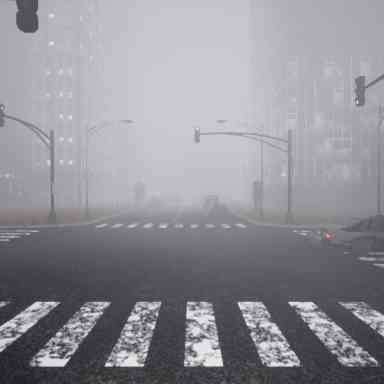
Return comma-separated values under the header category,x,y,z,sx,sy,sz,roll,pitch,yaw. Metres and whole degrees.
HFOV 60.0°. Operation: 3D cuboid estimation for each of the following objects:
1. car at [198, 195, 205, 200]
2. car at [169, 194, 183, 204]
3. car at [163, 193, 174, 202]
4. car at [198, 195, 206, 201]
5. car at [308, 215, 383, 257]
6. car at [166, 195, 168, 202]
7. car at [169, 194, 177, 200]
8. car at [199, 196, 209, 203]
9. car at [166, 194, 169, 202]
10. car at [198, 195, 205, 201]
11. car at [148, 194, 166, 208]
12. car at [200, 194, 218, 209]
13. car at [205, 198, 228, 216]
category,x,y,z,sx,sy,sz,roll,pitch,yaw
car,2.535,1.488,92.873,1.887,1.381,4.507,-1,0,0
car,-2.763,1.320,64.366,2.097,1.767,4.553,0,0,0
car,-5.345,1.273,76.272,2.192,1.841,5.009,-1,0,0
car,2.538,1.535,81.824,1.802,1.307,4.206,-1,0,0
car,7.254,1.578,12.500,5.357,1.411,2.033,0,1,0
car,-5.337,1.557,54.174,1.802,1.307,4.206,-1,0,0
car,-5.347,1.383,92.846,1.967,1.590,4.097,-1,0,0
car,2.540,1.507,70.774,1.887,1.381,4.507,-1,0,0
car,-5.342,1.403,70.748,1.967,1.590,4.097,-1,0,0
car,2.536,1.473,87.518,1.752,1.417,4.829,-1,0,0
car,-5.337,1.419,48.650,1.967,1.590,4.097,-1,0,0
car,2.530,1.297,43.152,2.192,1.841,5.009,-1,0,0
car,2.515,1.569,32.103,1.802,1.307,4.206,-1,0,0
